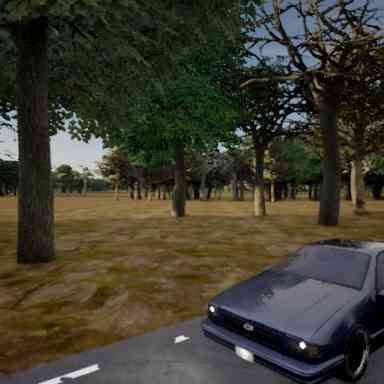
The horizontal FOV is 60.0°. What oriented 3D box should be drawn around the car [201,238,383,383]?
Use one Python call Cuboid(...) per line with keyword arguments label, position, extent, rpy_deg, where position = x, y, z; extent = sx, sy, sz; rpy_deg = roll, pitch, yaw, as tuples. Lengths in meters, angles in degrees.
Cuboid(label="car", position=(2.687, 1.561, 5.675), extent=(5.357, 1.411, 2.033), rpy_deg=(0, 0, -39))
